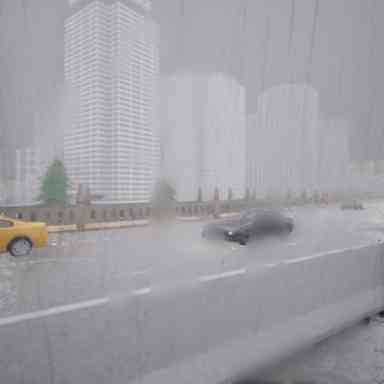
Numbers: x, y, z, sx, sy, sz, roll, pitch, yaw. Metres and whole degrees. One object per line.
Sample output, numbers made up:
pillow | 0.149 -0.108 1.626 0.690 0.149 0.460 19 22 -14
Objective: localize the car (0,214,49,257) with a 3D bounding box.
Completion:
car | -7.693 1.534 11.533 5.008 1.535 1.882 0 0 -37

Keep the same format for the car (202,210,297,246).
car | 2.930 1.581 15.787 5.357 1.411 2.033 0 0 -43

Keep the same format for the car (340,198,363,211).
car | 19.986 1.548 41.564 1.837 1.490 4.892 0 0 38
